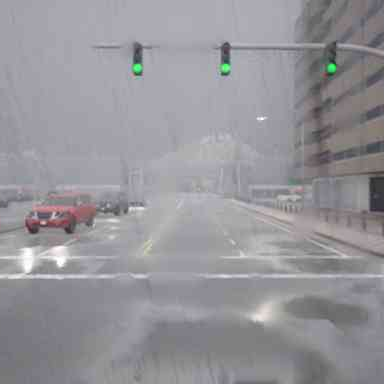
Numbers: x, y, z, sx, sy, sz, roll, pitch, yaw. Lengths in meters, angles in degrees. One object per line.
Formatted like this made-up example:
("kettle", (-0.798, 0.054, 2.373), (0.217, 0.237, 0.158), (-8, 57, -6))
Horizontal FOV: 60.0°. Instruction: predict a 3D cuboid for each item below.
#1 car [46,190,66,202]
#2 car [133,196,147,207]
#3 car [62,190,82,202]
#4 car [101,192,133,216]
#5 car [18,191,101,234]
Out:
("car", (-23.938, 0.674, 58.504), (1.905, 1.878, 3.866), (0, 0, 0))
("car", (-7.071, 1.219, 43.087), (1.994, 1.385, 4.181), (0, 1, 0))
("car", (-21.044, 0.673, 58.439), (1.932, 1.855, 4.605), (0, 0, 0))
("car", (-7.094, 0.997, 29.381), (2.150, 2.045, 5.566), (0, 0, 1))
("car", (-7.099, 1.088, 18.654), (2.150, 2.045, 5.566), (0, 0, 0))
